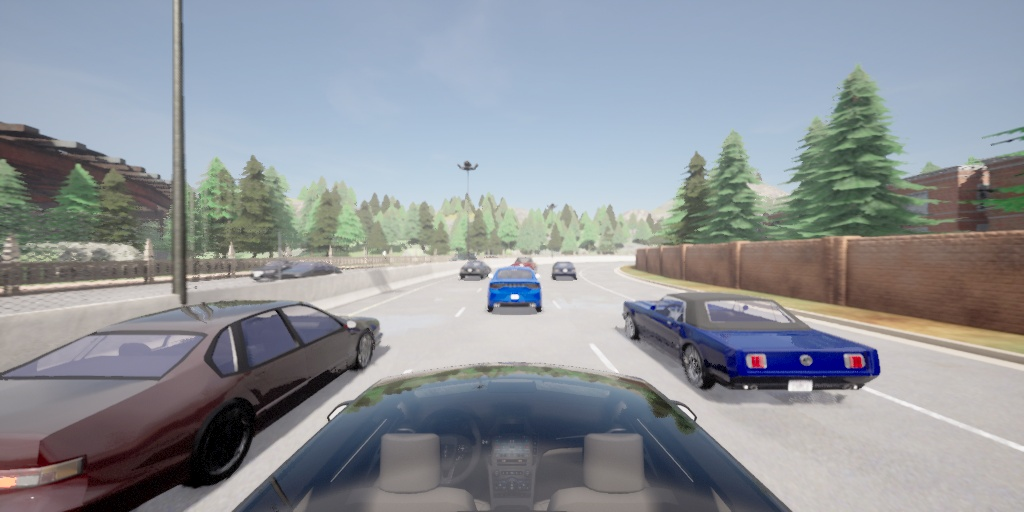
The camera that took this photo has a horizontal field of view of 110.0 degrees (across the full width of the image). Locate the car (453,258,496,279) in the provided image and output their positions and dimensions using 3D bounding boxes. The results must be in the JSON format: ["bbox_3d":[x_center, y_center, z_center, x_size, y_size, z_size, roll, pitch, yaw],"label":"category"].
[{"bbox_3d":[-2.844,1.083,28.963,2.033,1.411,5.357,0,0,6],"label":"car"}]

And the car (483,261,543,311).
[{"bbox_3d":[0.090,1.132,13.902,1.882,1.535,5.008,0,0,0],"label":"car"}]

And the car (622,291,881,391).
[{"bbox_3d":[3.595,1.312,6.683,1.895,1.301,4.718,0,0,0],"label":"car"}]

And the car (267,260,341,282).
[{"bbox_3d":[-13.958,1.115,24.917,2.033,1.411,5.357,0,0,2],"label":"car"}]

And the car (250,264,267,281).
[{"bbox_3d":[-17.191,1.044,26.888,2.128,1.511,4.902,0,0,4],"label":"car"}]

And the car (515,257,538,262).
[{"bbox_3d":[1.244,0.857,32.844,2.097,1.767,4.553,0,0,8],"label":"car"}]

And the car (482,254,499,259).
[{"bbox_3d":[-3.894,0.423,64.570,1.994,1.385,4.181,0,0,25],"label":"car"}]

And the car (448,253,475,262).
[{"bbox_3d":[-6.532,0.614,47.476,2.150,2.045,5.566,0,0,16],"label":"car"}]

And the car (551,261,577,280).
[{"bbox_3d":[4.144,1.085,28.639,2.033,1.411,5.357,0,0,6],"label":"car"}]

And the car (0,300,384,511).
[{"bbox_3d":[-3.409,1.276,4.508,2.033,1.411,5.357,0,0,0],"label":"car"}]
